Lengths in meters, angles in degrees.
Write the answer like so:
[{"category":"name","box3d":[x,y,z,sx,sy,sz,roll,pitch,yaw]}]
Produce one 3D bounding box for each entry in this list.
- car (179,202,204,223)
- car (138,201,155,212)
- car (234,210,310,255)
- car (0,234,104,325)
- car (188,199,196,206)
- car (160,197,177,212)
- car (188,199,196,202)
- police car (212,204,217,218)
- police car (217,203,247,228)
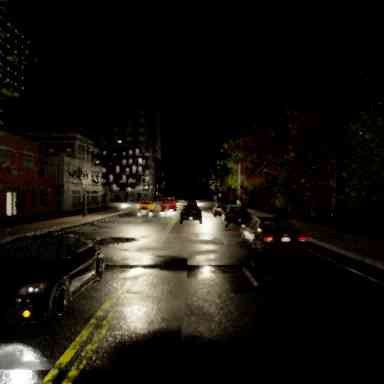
[{"category":"car","box3d":[-0.066,1.864,28.977,1.837,1.490,4.892,0,0,0]},{"category":"car","box3d":[-6.586,2.074,48.613,1.882,1.535,5.008,0,-1,0]},{"category":"car","box3d":[3.245,1.722,14.025,2.033,1.411,5.357,0,-1,0]},{"category":"car","box3d":[-3.353,1.655,7.296,1.994,1.385,4.181,0,-1,0]},{"category":"car","box3d":[-0.024,2.378,76.526,1.882,1.535,5.008,0,-1,0]},{"category":"car","box3d":[-3.339,1.814,48.292,2.150,2.045,5.566,0,0,0]},{"category":"car","box3d":[-0.011,2.244,61.346,1.837,1.490,4.892,0,-1,0]},{"category":"police car","box3d":[3.238,1.951,36.025,2.038,1.542,4.974,0,-1,0]},{"category":"police car","box3d":[3.241,1.736,25.136,1.930,1.638,5.238,0,-1,0]}]
